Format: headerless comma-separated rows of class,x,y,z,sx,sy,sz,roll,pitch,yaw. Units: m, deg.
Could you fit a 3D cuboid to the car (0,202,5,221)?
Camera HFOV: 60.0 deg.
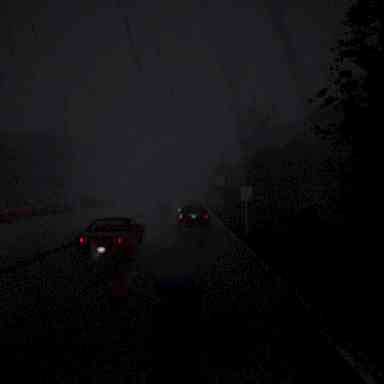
car,-15.479,1.646,22.704,2.231,1.521,4.892,0,0,0

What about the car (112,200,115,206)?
car,-15.582,2.015,61.438,2.002,1.452,4.674,-2,0,0

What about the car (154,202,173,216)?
car,-3.140,1.855,36.890,2.033,1.411,5.357,0,0,0

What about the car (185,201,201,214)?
car,0.110,1.843,40.569,1.837,1.490,4.892,0,0,0

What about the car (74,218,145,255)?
car,-3.146,1.716,13.759,1.895,1.301,4.718,0,0,0

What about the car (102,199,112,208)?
car,-15.553,1.957,55.942,2.163,1.488,4.792,0,0,0

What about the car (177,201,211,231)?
car,0.106,1.538,22.325,2.097,1.767,4.553,0,-1,0

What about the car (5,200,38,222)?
car,-15.491,1.566,28.255,2.185,1.767,4.553,0,0,0

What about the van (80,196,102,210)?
van,-15.539,1.654,50.333,1.878,1.987,4.442,0,0,0

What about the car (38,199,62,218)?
car,-15.502,1.613,33.780,2.185,1.767,4.553,0,0,0

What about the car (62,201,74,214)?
car,-15.515,1.827,39.400,2.002,1.452,4.674,0,0,0
